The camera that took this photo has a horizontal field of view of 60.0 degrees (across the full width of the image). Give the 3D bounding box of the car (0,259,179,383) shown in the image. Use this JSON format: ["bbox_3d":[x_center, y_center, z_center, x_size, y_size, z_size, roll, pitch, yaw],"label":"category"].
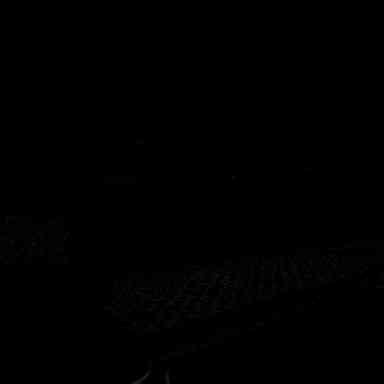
[{"bbox_3d":[-2.213,1.354,1.490,4.553,1.767,2.097,0,0,-35],"label":"car"}]
